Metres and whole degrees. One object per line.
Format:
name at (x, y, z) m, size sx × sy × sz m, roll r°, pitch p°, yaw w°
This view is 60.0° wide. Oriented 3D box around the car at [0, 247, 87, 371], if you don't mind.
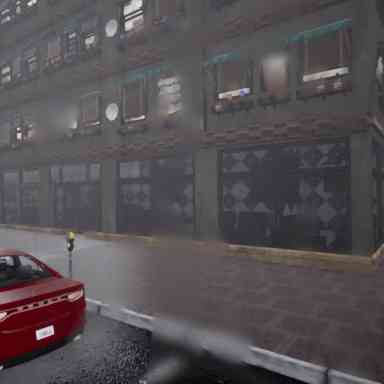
car at (-3.569, 1.546, 5.274) m, size 4.507 × 1.381 × 1.887 m, roll 0°, pitch -1°, yaw 35°
